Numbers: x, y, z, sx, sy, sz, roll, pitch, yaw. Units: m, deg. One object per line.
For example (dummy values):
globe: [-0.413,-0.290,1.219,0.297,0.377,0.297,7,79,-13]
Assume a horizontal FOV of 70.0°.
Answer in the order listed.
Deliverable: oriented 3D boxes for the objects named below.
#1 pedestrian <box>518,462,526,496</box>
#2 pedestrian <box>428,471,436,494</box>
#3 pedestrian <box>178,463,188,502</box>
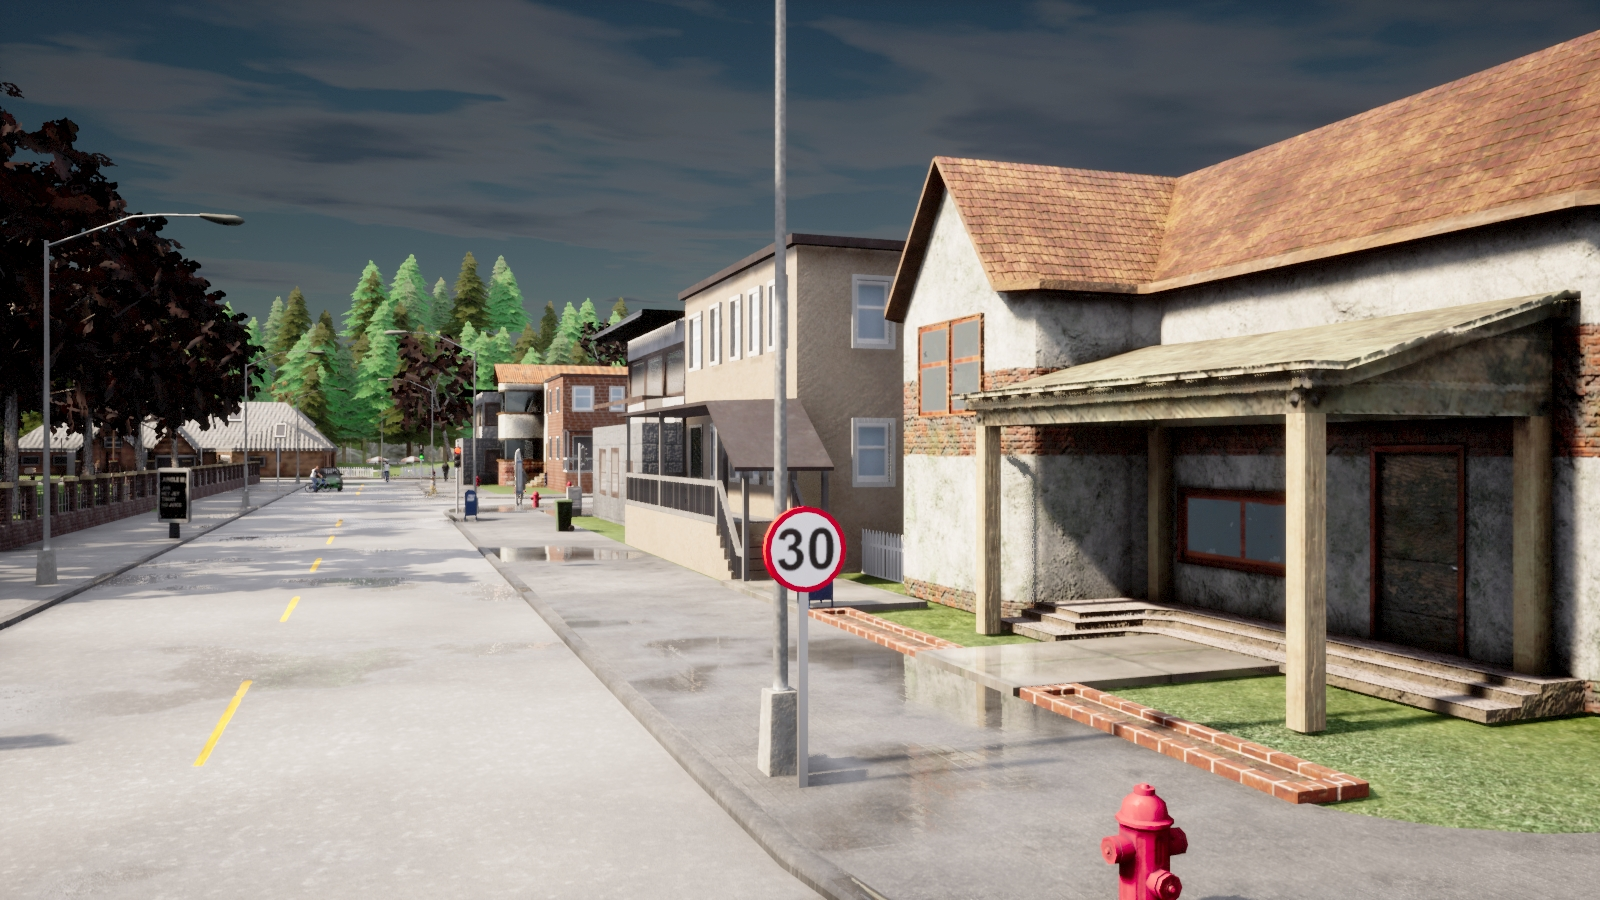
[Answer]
pedestrian: [-15.698,1.628,64.488,0.375,1.860,0.375,0,0,-25]
pedestrian: [-21.541,1.908,66.827,0.375,1.300,0.375,0,0,-10]
pedestrian: [-29.195,1.525,54.067,0.375,1.860,0.375,0,0,-20]
